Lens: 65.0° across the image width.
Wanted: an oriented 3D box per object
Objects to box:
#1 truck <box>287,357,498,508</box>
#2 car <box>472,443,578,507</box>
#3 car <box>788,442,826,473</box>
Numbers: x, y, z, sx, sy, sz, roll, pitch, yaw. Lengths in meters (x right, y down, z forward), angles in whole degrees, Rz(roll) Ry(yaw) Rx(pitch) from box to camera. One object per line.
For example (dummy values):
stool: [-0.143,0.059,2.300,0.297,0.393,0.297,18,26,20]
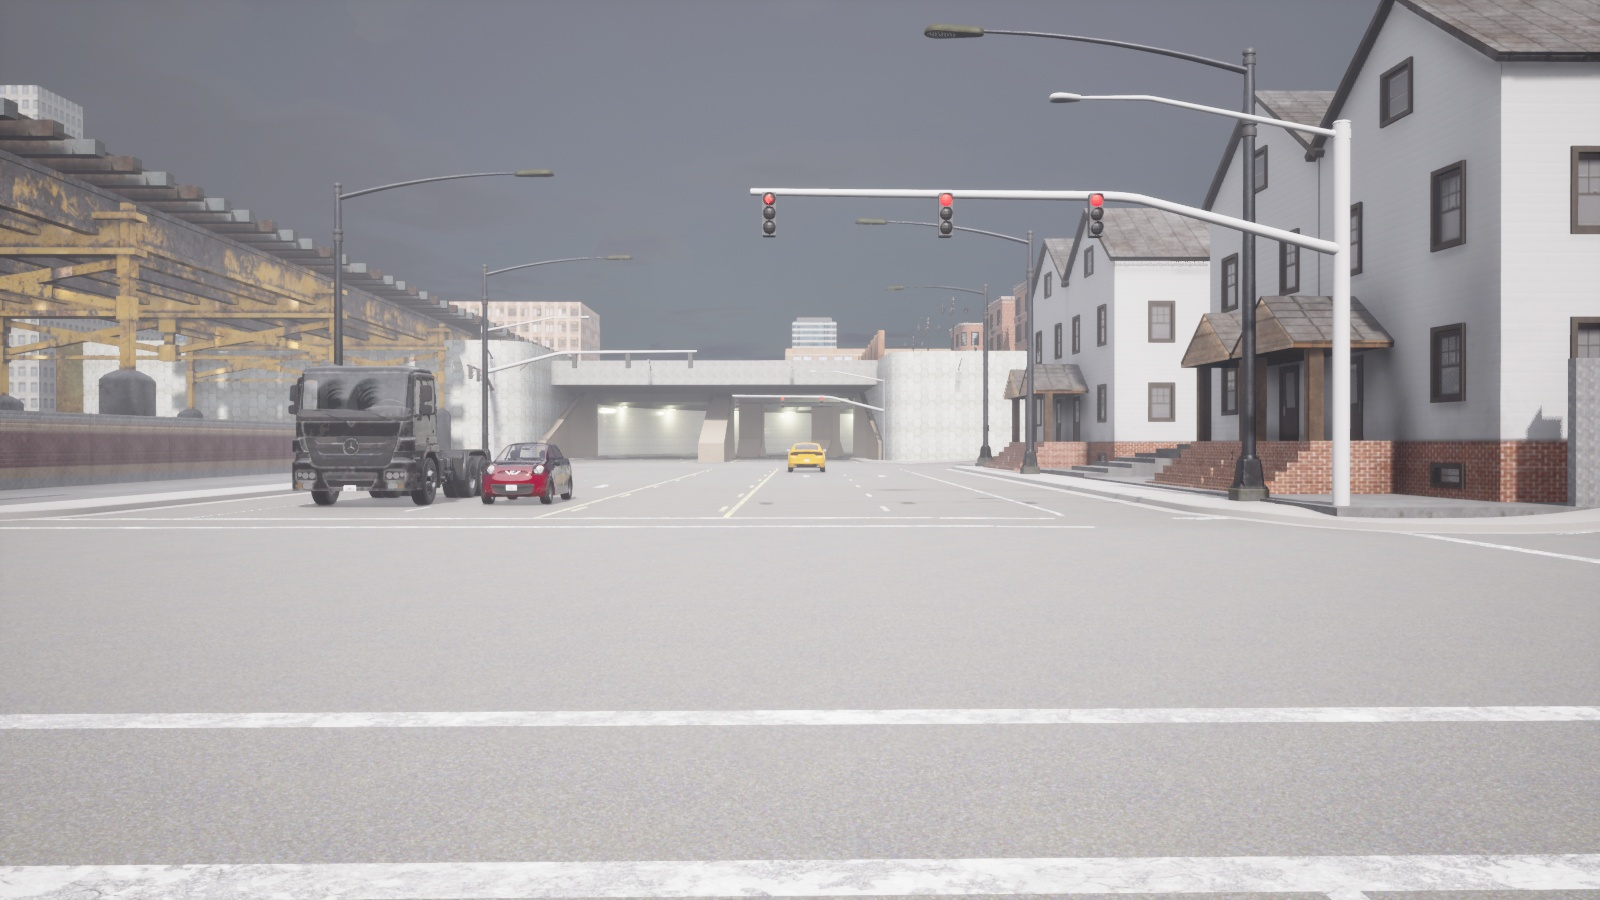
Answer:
truck: [-10.319,-0.429,32.822,2.891,3.462,7.936,0,0,0]
car: [-6.827,0.577,31.538,1.845,1.501,3.633,0,0,0]
car: [0.343,0.357,65.105,1.882,1.535,5.008,0,0,0]
